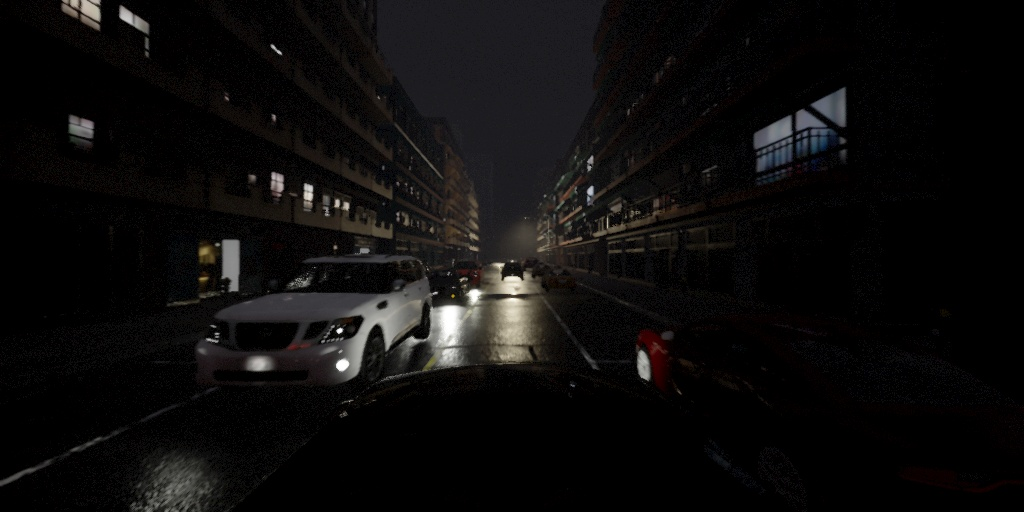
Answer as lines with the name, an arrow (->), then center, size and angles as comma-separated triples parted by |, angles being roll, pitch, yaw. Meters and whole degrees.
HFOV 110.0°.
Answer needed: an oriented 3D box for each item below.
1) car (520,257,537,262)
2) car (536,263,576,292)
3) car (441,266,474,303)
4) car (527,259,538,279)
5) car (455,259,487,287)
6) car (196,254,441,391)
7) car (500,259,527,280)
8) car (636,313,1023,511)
car -> 2.591, 1.077, 49.369 | 2.192, 1.841, 5.009 | 0, 0, 0
car -> 2.653, 1.276, 21.126 | 1.751, 1.417, 4.829 | 0, 0, 0
car -> -3.116, 1.322, 16.620 | 1.994, 1.385, 4.181 | 0, 0, 0
car -> 2.628, 1.280, 32.491 | 1.751, 1.417, 4.829 | 0, 0, 0
car -> -3.045, 1.112, 24.158 | 2.097, 1.767, 4.553 | 0, 0, 0
car -> -3.108, 0.978, 7.156 | 2.150, 2.045, 5.566 | 0, 0, 0
car -> 0.039, 1.265, 30.883 | 1.837, 1.490, 4.892 | 0, 1, 0
car -> 2.795, 1.291, 3.912 | 1.888, 1.381, 4.507 | 0, 0, 0
